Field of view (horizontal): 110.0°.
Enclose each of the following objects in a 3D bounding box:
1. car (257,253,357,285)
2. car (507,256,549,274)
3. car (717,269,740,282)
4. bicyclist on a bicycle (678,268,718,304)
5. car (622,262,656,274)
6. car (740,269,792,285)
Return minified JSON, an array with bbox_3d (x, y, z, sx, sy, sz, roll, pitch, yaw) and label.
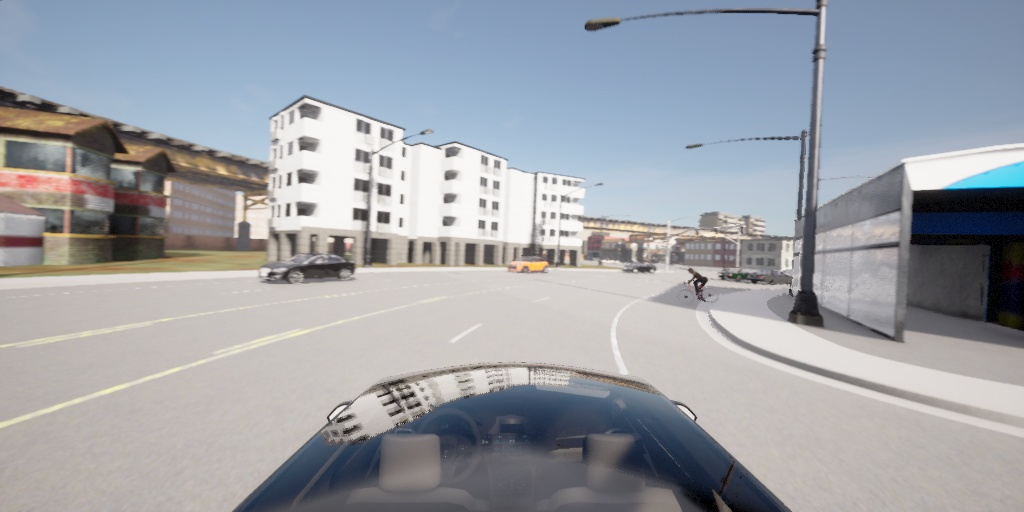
[{"bbox_3d":[-10.518,0.608,18.827,2.128,1.511,4.902,3,0,23],"label":"car"},{"bbox_3d":[1.642,0.831,36.408,4.553,1.767,2.097,2,1,-43],"label":"car"},{"bbox_3d":[24.677,2.074,38.903,4.718,1.301,1.895,2,1,-24],"label":"car"},{"bbox_3d":[8.259,1.340,16.080,1.656,1.620,0.582,-8,-5,30],"label":"bicyclist on a bicycle"},{"bbox_3d":[16.592,1.548,46.750,4.902,1.511,2.128,2,1,-25],"label":"car"},{"bbox_3d":[25.607,2.096,35.500,5.357,1.411,2.033,2,1,-25],"label":"car"}]
